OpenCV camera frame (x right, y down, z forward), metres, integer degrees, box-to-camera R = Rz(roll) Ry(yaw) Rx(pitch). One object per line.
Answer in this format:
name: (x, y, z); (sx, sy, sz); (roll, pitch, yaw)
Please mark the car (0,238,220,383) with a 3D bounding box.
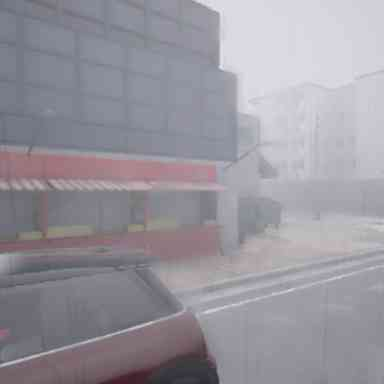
car: (-2.023, 1.352, 2.540); (4.553, 1.767, 2.097); (0, 0, -35)
